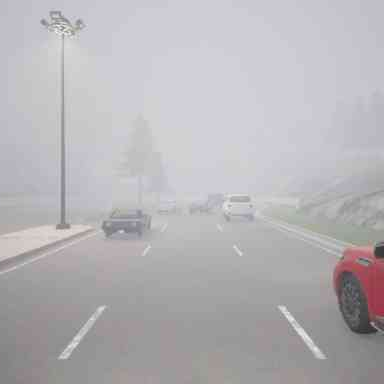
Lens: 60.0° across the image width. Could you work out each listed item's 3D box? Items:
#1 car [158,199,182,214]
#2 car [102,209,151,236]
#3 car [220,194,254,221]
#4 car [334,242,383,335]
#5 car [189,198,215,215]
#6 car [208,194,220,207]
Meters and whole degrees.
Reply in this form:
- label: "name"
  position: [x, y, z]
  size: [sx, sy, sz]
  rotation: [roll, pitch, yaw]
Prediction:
- label: "car"
  position: [-2.336, 1.526, 35.983]
  size: [1.812, 1.442, 4.674]
  rotation: [0, 0, 11]
- label: "car"
  position: [-3.392, 1.601, 18.219]
  size: [1.895, 1.301, 4.718]
  rotation: [0, 0, 0]
- label: "car"
  position: [3.752, 1.221, 27.714]
  size: [2.150, 2.045, 5.566]
  rotation: [0, 0, 2]
- label: "car"
  position: [3.602, 1.219, 3.586]
  size: [2.150, 2.045, 5.566]
  rotation: [0, 0, 0]
- label: "car"
  position: [0.955, 1.601, 34.438]
  size: [1.895, 1.301, 4.718]
  rotation: [0, 0, 9]
- label: "car"
  position: [3.434, 1.221, 44.494]
  size: [2.150, 2.045, 5.566]
  rotation: [0, 0, 16]
